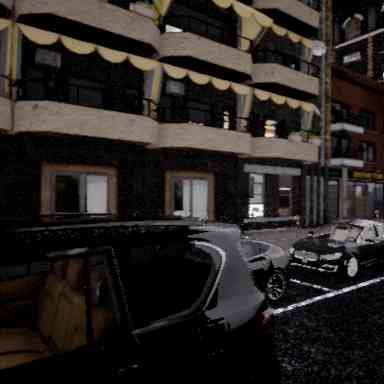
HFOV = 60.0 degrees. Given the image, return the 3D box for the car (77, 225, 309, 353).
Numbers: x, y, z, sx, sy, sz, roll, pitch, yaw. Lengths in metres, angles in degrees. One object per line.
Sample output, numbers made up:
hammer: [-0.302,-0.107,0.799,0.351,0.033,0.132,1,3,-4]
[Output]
car: [0.172,1.561,6.666,4.313,1.339,1.947,0,1,-35]

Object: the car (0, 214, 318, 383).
car: [-1.861,1.226,2.040,5.566,2.045,2.150,0,0,-35]

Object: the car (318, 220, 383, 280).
car: [4.707,1.538,9.898,4.403,1.369,2.008,0,1,-35]
